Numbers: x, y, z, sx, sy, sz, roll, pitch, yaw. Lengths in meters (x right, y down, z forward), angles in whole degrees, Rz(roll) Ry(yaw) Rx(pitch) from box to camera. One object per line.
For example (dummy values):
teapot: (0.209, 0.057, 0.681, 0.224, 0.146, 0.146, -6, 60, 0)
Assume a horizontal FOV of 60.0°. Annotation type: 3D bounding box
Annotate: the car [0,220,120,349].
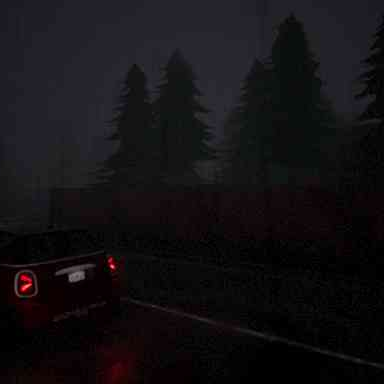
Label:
car: (-3.566, 1.373, 6.536, 4.553, 1.767, 2.097, 0, 0, 36)
